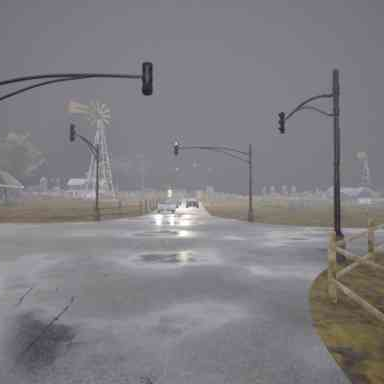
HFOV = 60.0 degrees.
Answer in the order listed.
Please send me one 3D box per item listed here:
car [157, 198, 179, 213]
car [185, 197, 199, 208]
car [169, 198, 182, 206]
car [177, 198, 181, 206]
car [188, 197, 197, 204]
[{"bbox_3d":[-2.872,1.687,38.243,1.895,1.301,4.718,0,0,0],"label":"car"},{"bbox_3d":[0.058,1.669,50.327,1.812,1.442,4.674,0,0,0],"label":"car"},{"bbox_3d":[-2.853,1.740,59.190,2.033,1.411,5.357,0,0,0],"label":"car"},{"bbox_3d":[-2.868,1.639,48.626,1.837,1.490,4.892,0,0,0],"label":"car"},{"bbox_3d":[0.041,1.788,70.040,1.812,1.442,4.674,0,0,0],"label":"car"}]
